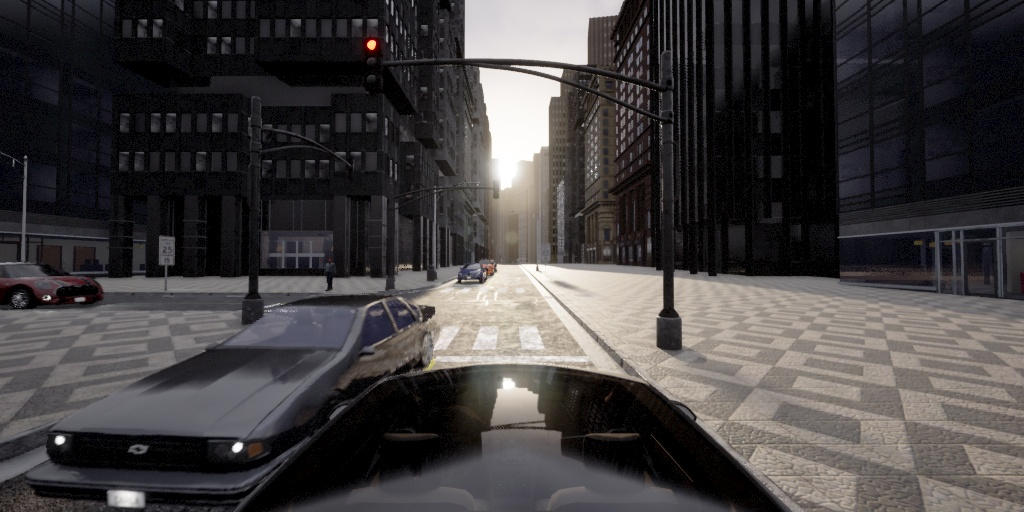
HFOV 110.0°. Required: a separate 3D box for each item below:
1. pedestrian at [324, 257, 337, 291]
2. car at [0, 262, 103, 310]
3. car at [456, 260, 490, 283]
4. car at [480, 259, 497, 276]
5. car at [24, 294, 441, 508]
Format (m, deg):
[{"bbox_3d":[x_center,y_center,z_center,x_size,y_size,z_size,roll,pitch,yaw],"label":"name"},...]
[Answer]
[{"bbox_3d":[-9.969,0.974,19.605,0.375,1.860,0.375,0,-1,0],"label":"pedestrian"},{"bbox_3d":[-18.353,1.030,13.399,4.553,1.767,2.097,0,-1,0],"label":"car"},{"bbox_3d":[-3.045,1.289,28.247,1.812,1.442,4.674,0,0,2],"label":"car"},{"bbox_3d":[-3.021,1.138,38.252,2.097,1.767,4.553,0,0,0],"label":"car"},{"bbox_3d":[-2.495,1.299,5.146,2.033,1.411,5.357,0,0,4],"label":"car"}]
